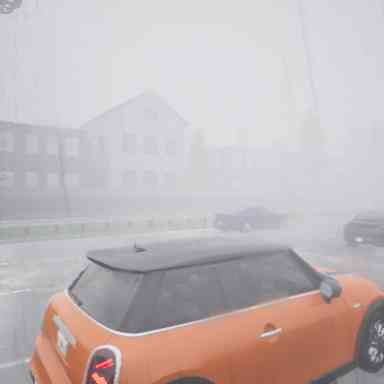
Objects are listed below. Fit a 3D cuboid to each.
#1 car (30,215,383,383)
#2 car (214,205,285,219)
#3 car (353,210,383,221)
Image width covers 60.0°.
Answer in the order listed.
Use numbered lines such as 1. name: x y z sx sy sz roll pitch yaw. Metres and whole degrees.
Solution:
1. car: 0.584 1.358 4.164 4.553 1.767 2.097 0 0 -35
2. car: 3.497 1.507 19.136 5.008 1.535 1.882 0 0 -35
3. car: 8.273 1.536 13.942 4.892 1.490 1.837 0 0 -35
